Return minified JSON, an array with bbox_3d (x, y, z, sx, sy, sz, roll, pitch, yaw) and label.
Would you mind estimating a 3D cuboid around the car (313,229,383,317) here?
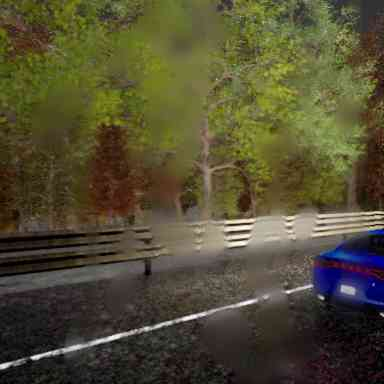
[{"bbox_3d":[4.661,1.526,7.106,5.008,1.535,1.882,0,0,-36],"label":"car"}]
